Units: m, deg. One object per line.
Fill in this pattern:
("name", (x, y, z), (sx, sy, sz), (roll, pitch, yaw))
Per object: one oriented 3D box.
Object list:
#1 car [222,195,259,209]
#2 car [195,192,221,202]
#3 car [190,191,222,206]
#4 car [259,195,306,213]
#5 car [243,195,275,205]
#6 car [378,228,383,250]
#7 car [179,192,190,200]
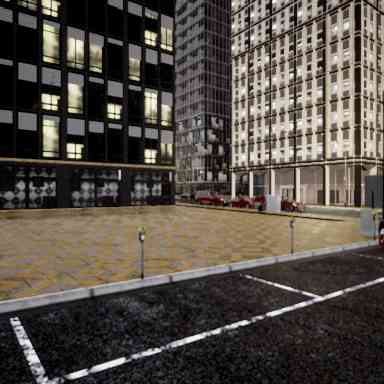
("car", (5.641, 1.173, 36.409), (1.802, 1.307, 4.206), (1, 0, -36))
("car", (2.570, 0.800, 55.075), (1.752, 1.417, 4.829), (1, 0, -36))
("car", (2.400, 0.799, 40.938), (2.192, 1.841, 5.009), (1, 0, -36))
("car", (8.893, 1.138, 31.879), (1.967, 1.590, 4.097), (1, 0, -36))
("car", (9.166, 1.075, 45.873), (1.802, 1.307, 4.206), (1, 0, -36))
("car", (9.086, 1.480, 13.047), (4.097, 1.590, 1.967), (0, 0, -36))
("car", (-0.582, 0.737, 59.469), (1.947, 1.339, 4.313), (1, 0, -36))
